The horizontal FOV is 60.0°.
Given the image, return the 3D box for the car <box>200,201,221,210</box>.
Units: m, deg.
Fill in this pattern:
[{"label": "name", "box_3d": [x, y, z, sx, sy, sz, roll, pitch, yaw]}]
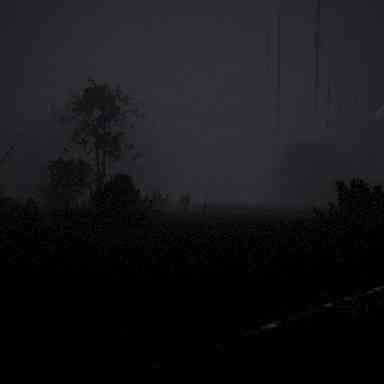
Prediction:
[{"label": "car", "box_3d": [2.730, 2.110, 52.975, 1.994, 1.385, 4.181, 1, -1, -35]}]
